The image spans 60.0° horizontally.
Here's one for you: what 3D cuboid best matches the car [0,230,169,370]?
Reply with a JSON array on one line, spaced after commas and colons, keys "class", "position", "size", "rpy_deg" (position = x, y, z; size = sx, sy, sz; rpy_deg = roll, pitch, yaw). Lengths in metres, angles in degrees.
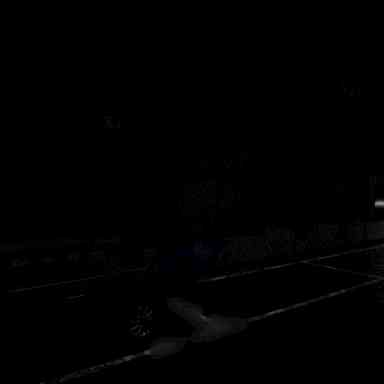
[{"class": "car", "position": [-2.455, 1.440, 4.784], "size": [4.097, 1.590, 1.967], "rpy_deg": [0, 0, -35]}]
